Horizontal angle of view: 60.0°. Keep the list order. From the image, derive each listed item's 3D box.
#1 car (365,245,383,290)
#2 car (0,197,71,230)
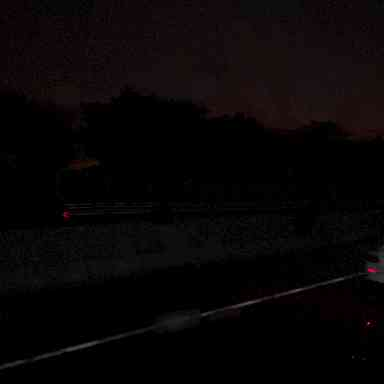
[{"bbox_3d":[5.972,1.601,8.000,4.674,1.442,1.812,1,0,-35],"label":"car"},{"bbox_3d":[-8.449,1.238,15.161,5.566,2.045,2.150,1,0,-35],"label":"car"}]
